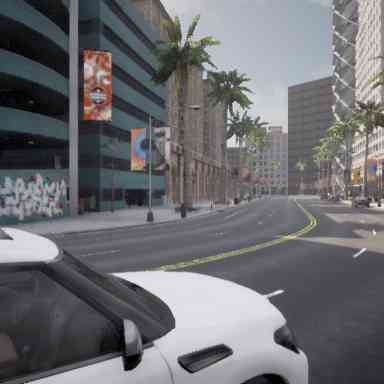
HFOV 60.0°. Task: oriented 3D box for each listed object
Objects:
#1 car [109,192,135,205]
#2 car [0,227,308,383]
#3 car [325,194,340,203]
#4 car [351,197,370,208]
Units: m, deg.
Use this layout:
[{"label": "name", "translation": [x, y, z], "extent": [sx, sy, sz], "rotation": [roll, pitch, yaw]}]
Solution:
[{"label": "car", "translation": [-10.837, 0.972, 51.444], "extent": [2.435, 2.045, 5.566], "rotation": [0, 0, 16]}, {"label": "car", "translation": [-1.634, 1.228, 2.113], "extent": [5.566, 2.045, 2.150], "rotation": [0, 0, -36]}, {"label": "car", "translation": [32.877, 1.308, 77.300], "extent": [2.185, 1.767, 4.553], "rotation": [0, 0, 16]}, {"label": "car", "translation": [24.785, 1.451, 49.062], "extent": [2.231, 1.521, 4.892], "rotation": [0, 0, 16]}]
